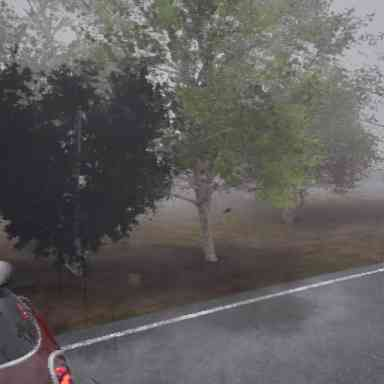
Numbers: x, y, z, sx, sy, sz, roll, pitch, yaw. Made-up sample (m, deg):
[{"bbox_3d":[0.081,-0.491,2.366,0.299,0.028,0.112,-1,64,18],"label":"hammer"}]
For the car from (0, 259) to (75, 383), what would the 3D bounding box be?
[{"bbox_3d":[-2.998,1.347,1.710,4.553,1.767,2.097,0,0,-35],"label":"car"}]
